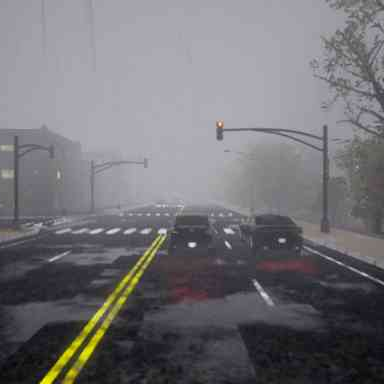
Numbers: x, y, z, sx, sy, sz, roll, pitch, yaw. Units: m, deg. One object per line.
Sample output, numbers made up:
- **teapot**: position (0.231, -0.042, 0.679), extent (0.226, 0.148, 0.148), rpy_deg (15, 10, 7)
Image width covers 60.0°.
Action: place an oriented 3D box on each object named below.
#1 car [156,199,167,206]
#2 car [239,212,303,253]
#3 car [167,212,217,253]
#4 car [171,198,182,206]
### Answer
- **car**: position (-6.611, 2.231, 72.382), extent (1.994, 1.385, 4.181), rpy_deg (0, -1, 0)
- **car**: position (3.256, 1.613, 14.476), extent (1.882, 1.535, 5.008), rpy_deg (0, 0, 0)
- **car**: position (0.000, 1.642, 14.308), extent (1.837, 1.490, 4.892), rpy_deg (0, 0, 0)
- **car**: position (-3.360, 2.034, 72.425), extent (2.097, 1.767, 4.553), rpy_deg (0, -1, 0)
